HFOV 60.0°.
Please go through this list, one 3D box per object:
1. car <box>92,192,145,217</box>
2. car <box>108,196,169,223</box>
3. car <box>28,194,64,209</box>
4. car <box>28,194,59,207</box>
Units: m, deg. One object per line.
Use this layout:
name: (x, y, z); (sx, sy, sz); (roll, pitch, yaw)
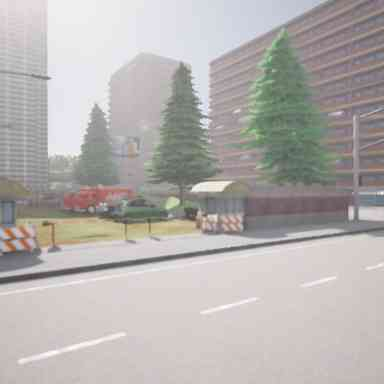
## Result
car: (-5.679, 1.151, 28.263); (4.605, 1.855, 1.932); (0, 0, -35)
car: (-3.646, 1.320, 24.217); (3.988, 1.617, 1.851); (0, 0, -35)
car: (-20.777, 1.376, 46.800); (4.193, 1.474, 1.816); (0, 0, -35)
car: (-22.062, 1.186, 49.319); (3.866, 1.878, 1.905); (0, 0, -35)
